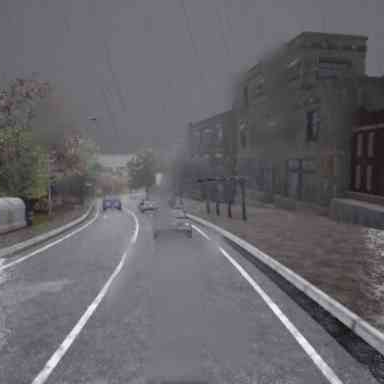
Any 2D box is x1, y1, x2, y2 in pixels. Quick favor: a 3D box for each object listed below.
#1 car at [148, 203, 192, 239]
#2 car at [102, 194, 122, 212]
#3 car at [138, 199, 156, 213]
[{"bbox_3d":[-1.130,1.515,17.353,2.033,1.411,5.357,-1,0,-7],"label":"car"},{"bbox_3d":[-9.888,1.310,41.138,2.150,2.045,5.566,-2,0,-15],"label":"car"},{"bbox_3d":[-4.858,1.514,36.542,2.033,1.411,5.357,-2,0,-15],"label":"car"}]
